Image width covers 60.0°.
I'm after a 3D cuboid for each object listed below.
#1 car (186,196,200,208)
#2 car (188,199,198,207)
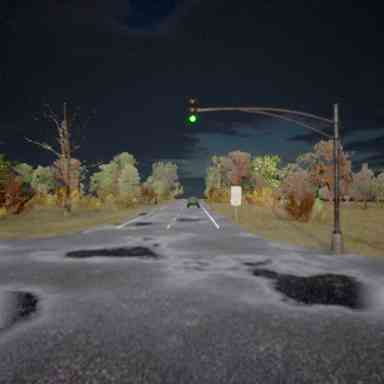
[{"bbox_3d":[0.222,1.799,58.301,2.150,2.045,5.566,0,-1,0],"label":"car"},{"bbox_3d":[0.262,2.237,68.686,2.033,1.411,5.357,0,-1,0],"label":"car"}]
